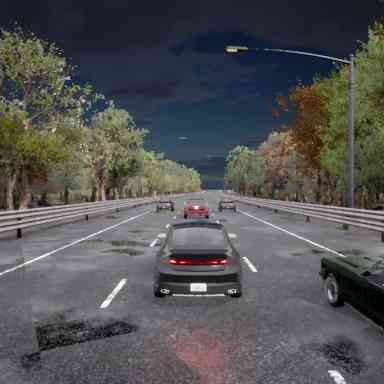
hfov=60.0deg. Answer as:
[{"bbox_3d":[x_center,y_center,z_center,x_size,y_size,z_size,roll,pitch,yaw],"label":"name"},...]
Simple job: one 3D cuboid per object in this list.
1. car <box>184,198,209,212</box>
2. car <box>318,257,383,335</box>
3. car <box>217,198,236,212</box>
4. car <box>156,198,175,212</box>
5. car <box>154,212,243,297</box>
[{"bbox_3d":[0.355,1.344,29.500,2.097,1.767,4.553,0,0,0],"label":"car"},{"bbox_3d":[3.614,1.600,4.996,1.895,1.301,4.718,0,0,0],"label":"car"},{"bbox_3d":[4.007,1.479,38.668,2.128,1.511,4.902,0,0,1],"label":"car"},{"bbox_3d":[-2.998,1.479,38.530,2.128,1.511,4.902,0,0,1],"label":"car"},{"bbox_3d":[0.133,1.503,8.532,1.837,1.490,4.892,0,0,0],"label":"car"}]
